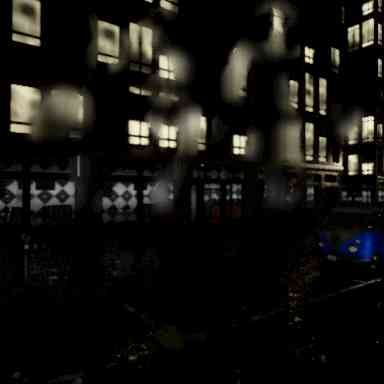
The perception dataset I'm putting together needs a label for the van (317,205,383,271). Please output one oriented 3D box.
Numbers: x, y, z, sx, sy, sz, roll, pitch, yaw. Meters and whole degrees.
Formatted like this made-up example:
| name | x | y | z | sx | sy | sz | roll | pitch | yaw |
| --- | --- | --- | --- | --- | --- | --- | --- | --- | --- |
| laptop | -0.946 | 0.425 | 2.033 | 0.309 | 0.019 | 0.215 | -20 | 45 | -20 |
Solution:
| name | x | y | z | sx | sy | sz | roll | pitch | yaw |
| --- | --- | --- | --- | --- | --- | --- | --- | --- | --- |
| van | 5.662 | 1.338 | 10.615 | 3.998 | 1.788 | 1.690 | 0 | 0 | -36 |
